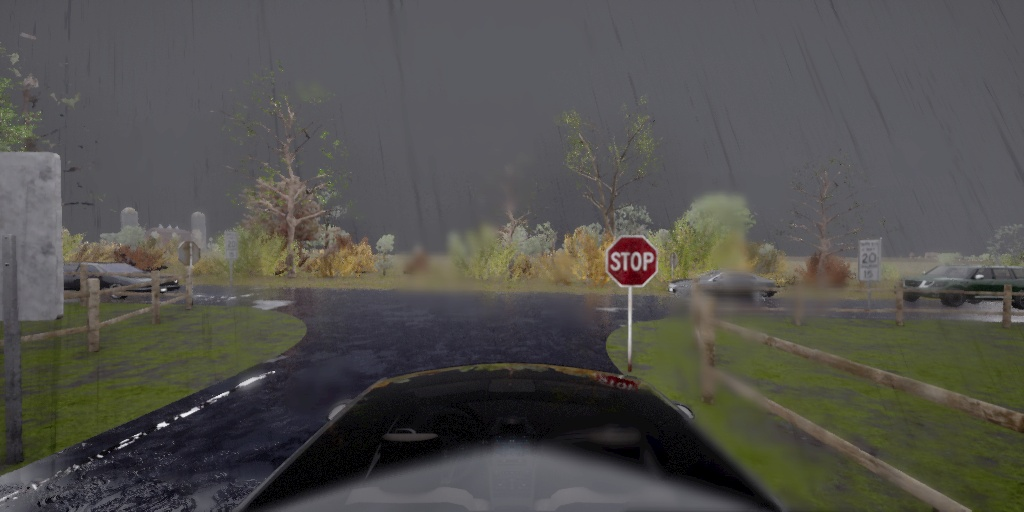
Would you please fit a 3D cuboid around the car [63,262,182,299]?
[{"bbox_3d":[-17.205,0.969,14.994,5.357,1.411,2.033,1,1,0],"label":"car"}]

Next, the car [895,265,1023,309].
[{"bbox_3d":[22.745,1.463,17.943,5.566,2.045,2.150,1,1,0],"label":"car"}]

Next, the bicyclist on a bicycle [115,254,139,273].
[{"bbox_3d":[-22.614,0.698,20.975,0.582,1.620,1.656,1,0,0],"label":"bicyclist on a bicycle"}]

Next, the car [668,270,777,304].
[{"bbox_3d":[10.425,1.470,17.944,4.902,1.511,2.128,1,1,0],"label":"car"}]
